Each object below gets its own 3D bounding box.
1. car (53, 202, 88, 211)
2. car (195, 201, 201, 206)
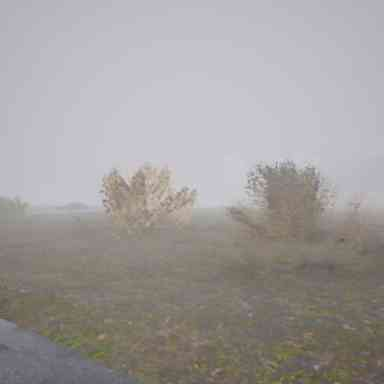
[{"bbox_3d":[-19.044,2.250,52.452,2.033,1.411,5.357,-2,-2,36],"label":"car"},{"bbox_3d":[-0.123,2.289,72.573,2.033,1.411,5.357,-2,-2,36],"label":"car"}]
